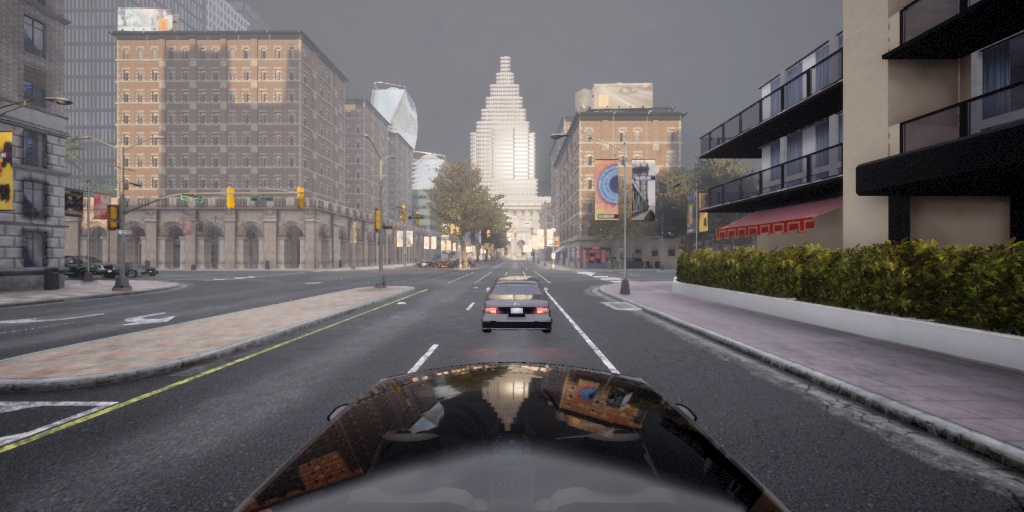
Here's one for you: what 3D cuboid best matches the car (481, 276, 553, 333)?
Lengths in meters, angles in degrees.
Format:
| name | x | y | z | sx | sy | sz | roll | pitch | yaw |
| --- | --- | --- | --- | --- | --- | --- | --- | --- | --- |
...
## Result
| name | x | y | z | sx | sy | sz | roll | pitch | yaw |
| --- | --- | --- | --- | --- | --- | --- | --- | --- | --- |
| car | 0.146 | 1.297 | 10.736 | 2.033 | 1.411 | 5.357 | 0 | 0 | 1 |

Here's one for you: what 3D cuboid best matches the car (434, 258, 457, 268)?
| name | x | y | z | sx | sy | sz | roll | pitch | yaw |
| --- | --- | --- | --- | --- | --- | --- | --- | --- | --- |
| car | -11.048 | 1.102 | 59.666 | 2.097 | 1.767 | 4.553 | 0 | 0 | 1 |

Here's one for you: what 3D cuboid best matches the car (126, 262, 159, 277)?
| name | x | y | z | sx | sy | sz | roll | pitch | yaw |
| --- | --- | --- | --- | --- | --- | --- | --- | --- | --- |
| car | -36.828 | 1.314 | 34.568 | 4.181 | 1.385 | 1.994 | 0 | 0 | 0 |

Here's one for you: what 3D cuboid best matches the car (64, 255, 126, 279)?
| name | x | y | z | sx | sy | sz | roll | pitch | yaw |
| --- | --- | --- | --- | --- | --- | --- | --- | --- | --- |
| car | -37.607 | 0.971 | 31.067 | 5.566 | 2.045 | 2.150 | 0 | 0 | 0 |

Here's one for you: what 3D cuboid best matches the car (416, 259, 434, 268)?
| name | x | y | z | sx | sy | sz | roll | pitch | yaw |
| --- | --- | --- | --- | --- | --- | --- | --- | --- | --- |
| car | -14.518 | 1.241 | 61.552 | 2.128 | 1.511 | 4.902 | 0 | 0 | 1 |
